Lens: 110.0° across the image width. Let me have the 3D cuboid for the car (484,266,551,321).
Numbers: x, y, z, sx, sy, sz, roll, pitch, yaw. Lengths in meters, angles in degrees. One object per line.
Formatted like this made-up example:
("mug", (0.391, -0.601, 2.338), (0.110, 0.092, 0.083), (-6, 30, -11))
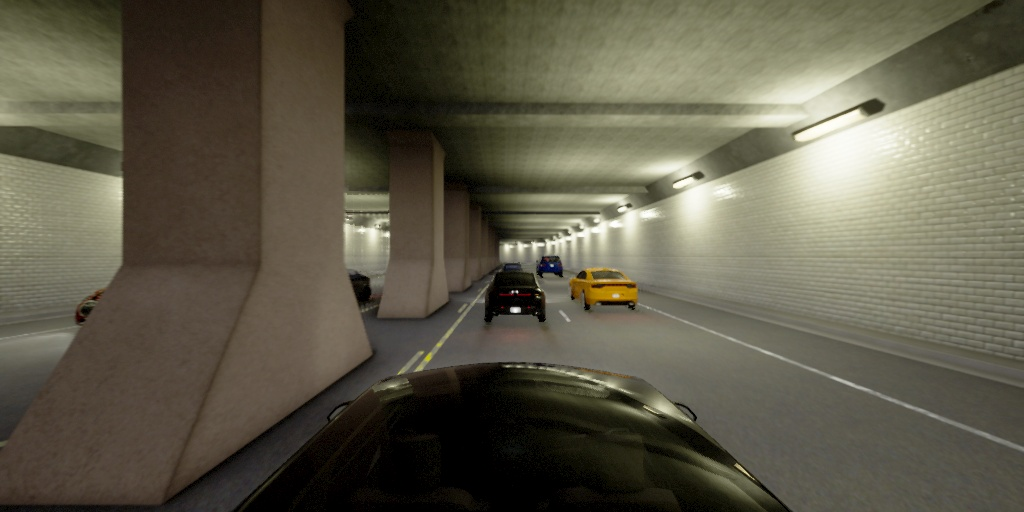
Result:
("car", (0.097, 1.255, 12.432), (1.837, 1.490, 4.892), (0, 0, 0))

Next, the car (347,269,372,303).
("car", (-7.103, 1.241, 13.894), (2.128, 1.511, 4.902), (0, 0, 0))

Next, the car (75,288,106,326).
("car", (-10.603, 1.102, 11.515), (2.097, 1.767, 4.553), (0, 0, 0))

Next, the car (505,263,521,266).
("car", (0.093, 1.298, 30.303), (2.033, 1.411, 5.357), (0, 0, 0))

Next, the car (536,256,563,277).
("car", (3.591, 0.972, 34.865), (2.150, 2.045, 5.566), (0, 0, 0))

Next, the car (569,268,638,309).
("car", (3.596, 1.228, 14.887), (1.882, 1.535, 5.008), (0, 0, 0))
